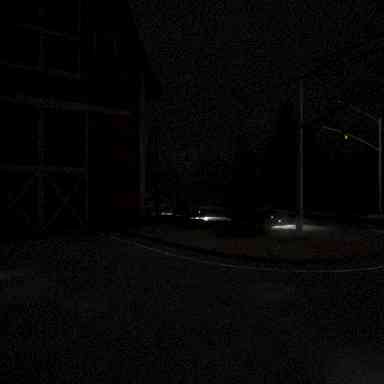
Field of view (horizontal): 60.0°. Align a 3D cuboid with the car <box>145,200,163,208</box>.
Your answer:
[{"bbox_3d":[-5.385,1.867,41.056,1.895,1.301,4.718,0,0,-34],"label":"car"}]

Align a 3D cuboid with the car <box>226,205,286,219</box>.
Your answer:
[{"bbox_3d":[4.823,1.721,26.183,2.033,1.411,5.357,0,0,-34],"label":"car"}]

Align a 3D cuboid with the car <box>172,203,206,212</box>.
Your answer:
[{"bbox_3d":[-0.399,1.785,33.793,1.994,1.385,4.181,0,0,-34],"label":"car"}]

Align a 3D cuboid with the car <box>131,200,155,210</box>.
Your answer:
[{"bbox_3d":[-7.472,1.886,50.625,1.994,1.385,4.181,0,0,-34],"label":"car"}]
